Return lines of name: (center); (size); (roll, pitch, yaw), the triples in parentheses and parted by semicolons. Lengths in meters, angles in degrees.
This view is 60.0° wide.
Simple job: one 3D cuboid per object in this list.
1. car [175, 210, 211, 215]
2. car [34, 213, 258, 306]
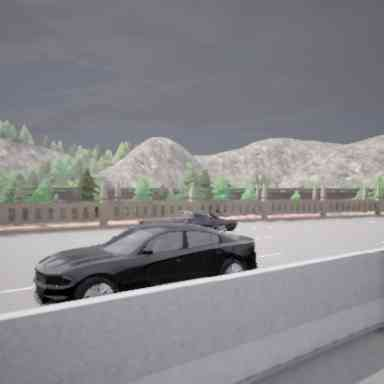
car: (-0.217, 1.558, 16.018); (4.718, 1.301, 1.895); (0, 0, -30)
car: (-0.777, 1.454, 7.448); (5.008, 1.535, 1.882); (0, 0, -33)
